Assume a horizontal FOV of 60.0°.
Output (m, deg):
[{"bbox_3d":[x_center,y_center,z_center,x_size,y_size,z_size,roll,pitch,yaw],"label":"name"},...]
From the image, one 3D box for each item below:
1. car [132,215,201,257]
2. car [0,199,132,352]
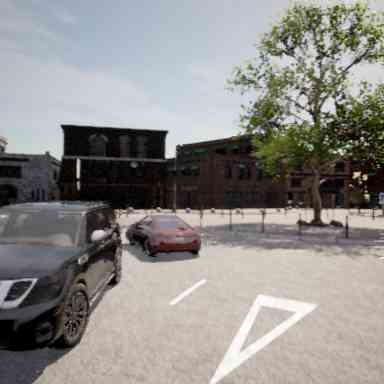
[{"bbox_3d":[-1.260,1.590,13.285,1.994,1.385,4.181,1,0,-24],"label":"car"},{"bbox_3d":[-2.769,1.204,6.553,2.150,2.045,5.566,2,0,-2],"label":"car"}]
